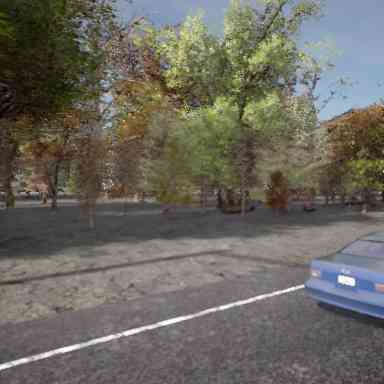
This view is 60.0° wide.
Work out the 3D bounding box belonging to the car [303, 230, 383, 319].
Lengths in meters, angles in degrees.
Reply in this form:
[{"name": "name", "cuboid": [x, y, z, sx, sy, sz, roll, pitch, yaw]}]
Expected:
[{"name": "car", "cuboid": [4.647, 1.536, 7.064, 5.357, 1.411, 2.033, 0, 0, -35]}]
